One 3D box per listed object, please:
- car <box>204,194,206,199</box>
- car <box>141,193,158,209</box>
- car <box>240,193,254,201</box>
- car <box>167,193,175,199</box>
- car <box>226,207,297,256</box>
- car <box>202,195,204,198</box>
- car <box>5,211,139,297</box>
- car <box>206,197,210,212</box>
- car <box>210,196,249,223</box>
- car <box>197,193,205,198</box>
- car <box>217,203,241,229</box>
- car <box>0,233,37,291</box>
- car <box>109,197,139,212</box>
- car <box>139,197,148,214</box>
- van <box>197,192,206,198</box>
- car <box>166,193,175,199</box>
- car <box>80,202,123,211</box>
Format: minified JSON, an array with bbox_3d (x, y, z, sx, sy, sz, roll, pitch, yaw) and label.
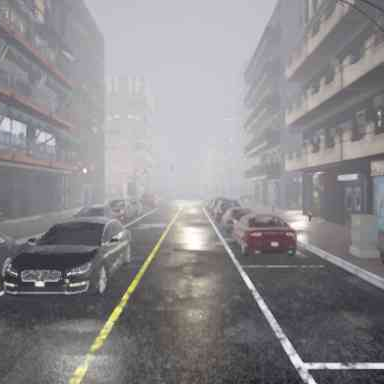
[{"bbox_3d":[2.556,1.219,34.899,1.967,1.590,4.097,0,0,0],"label":"car"},{"bbox_3d":[-5.326,1.058,40.491,2.192,1.841,5.009,0,0,0],"label":"car"},{"bbox_3d":[10.836,0.983,59.693,4.892,1.490,1.837,-1,0,-1],"label":"car"},{"bbox_3d":[-5.303,0.994,84.284,1.887,1.381,4.507,0,0,0],"label":"car"},{"bbox_3d":[2.561,1.466,12.523,1.887,1.381,4.507,0,0,0],"label":"car"},{"bbox_3d":[2.555,1.287,40.494,1.887,1.381,4.507,0,0,0],"label":"car"},{"bbox_3d":[-2.788,1.453,8.561,1.837,1.490,4.892,0,0,0],"label":"car"},{"bbox_3d":[2.557,1.255,29.304,1.967,1.590,4.097,0,0,0],"label":"car"},{"bbox_3d":[2.558,1.291,23.710,1.967,1.590,4.097,0,0,0],"label":"car"},{"bbox_3d":[2.542,0.938,95.337,1.947,1.339,4.313,0,0,0],"label":"car"},{"bbox_3d":[2.560,1.468,18.117,1.802,1.307,4.206,0,0,0],"label":"car"},{"bbox_3d":[-5.318,1.507,6.927,2.008,1.369,4.403,0,0,0],"label":"car"},{"bbox_3d":[-5.322,1.291,23.708,1.967,1.590,4.097,0,0,0],"label":"car"},{"bbox_3d":[-5.323,1.397,29.304,1.802,1.307,4.206,0,0,0],"label":"car"},{"bbox_3d":[2.546,0.830,78.534,1.690,1.788,3.998,0,0,0],"label":"van"},{"bbox_3d":[-5.301,1.070,78.696,1.802,1.307,4.206,0,0,0],"label":"car"},{"bbox_3d":[-5.320,1.452,18.115,1.947,1.339,4.313,0,0,0],"label":"car"}]
